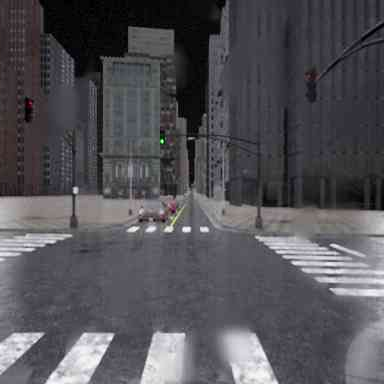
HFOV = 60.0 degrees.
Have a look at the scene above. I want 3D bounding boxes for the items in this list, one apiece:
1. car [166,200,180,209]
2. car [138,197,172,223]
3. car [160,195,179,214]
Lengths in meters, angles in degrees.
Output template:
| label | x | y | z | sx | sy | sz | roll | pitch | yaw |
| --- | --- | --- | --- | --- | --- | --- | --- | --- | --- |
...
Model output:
| label | x | y | z | sx | sy | sz | roll | pitch | yaw |
| --- | --- | --- | --- | --- | --- | --- | --- | --- | --- |
| car | -3.024 | 1.936 | 53.259 | 1.895 | 1.301 | 4.718 | 0 | 0 | 0 |
| car | -3.090 | 1.525 | 27.462 | 2.097 | 1.767 | 4.553 | 0 | 0 | 1 |
| car | -3.053 | 1.466 | 39.213 | 2.150 | 2.045 | 5.566 | 0 | 0 | 0 |
